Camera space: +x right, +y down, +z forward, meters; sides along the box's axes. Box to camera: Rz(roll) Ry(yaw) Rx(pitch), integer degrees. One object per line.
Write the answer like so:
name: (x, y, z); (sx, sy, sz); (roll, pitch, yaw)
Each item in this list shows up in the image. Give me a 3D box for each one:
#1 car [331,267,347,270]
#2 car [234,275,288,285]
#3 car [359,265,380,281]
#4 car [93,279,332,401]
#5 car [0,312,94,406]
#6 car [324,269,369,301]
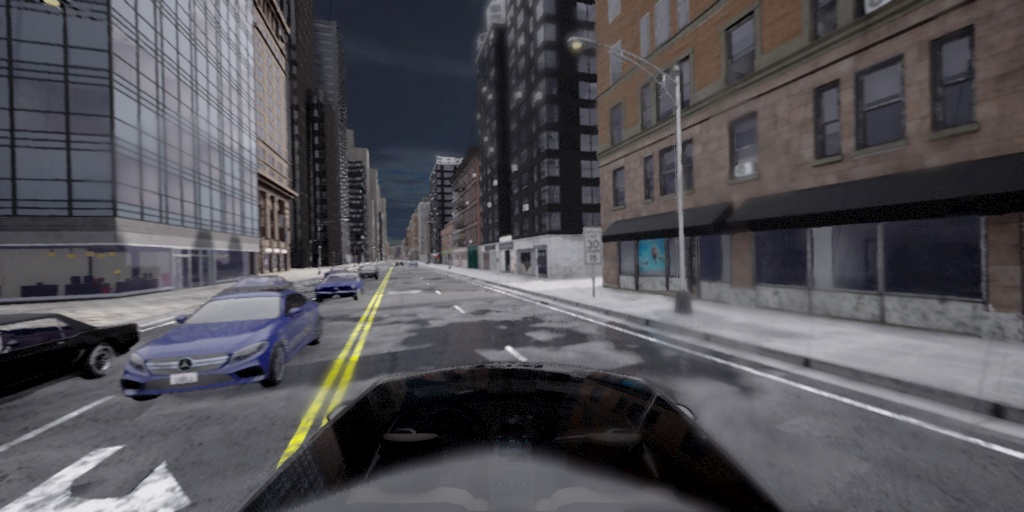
car: (-18.113, 1.824, 37.214); (1.895, 1.301, 4.718); (-2, 0, -17)
car: (-11.510, 1.602, 16.425); (2.033, 1.411, 5.357); (-2, 0, -18)
car: (-14.145, 1.594, 35.386); (1.882, 1.535, 5.008); (-2, 0, -17)
car: (-5.095, 1.411, 7.078); (1.812, 1.442, 4.674); (-2, 0, -16)
car: (-7.808, 1.561, 4.897); (1.895, 1.301, 4.718); (-2, 0, -17)
car: (-8.822, 1.582, 18.690); (1.895, 1.301, 4.718); (-2, 0, -18)
